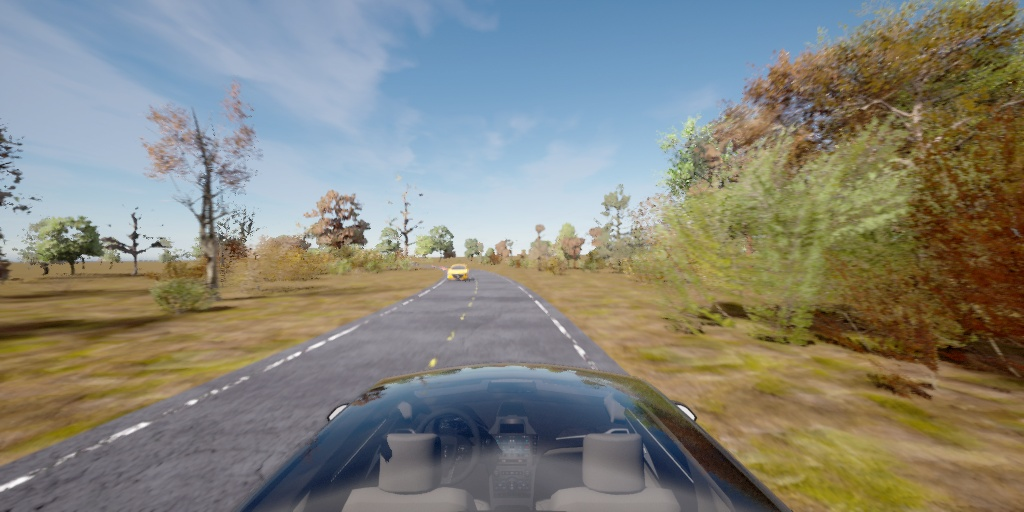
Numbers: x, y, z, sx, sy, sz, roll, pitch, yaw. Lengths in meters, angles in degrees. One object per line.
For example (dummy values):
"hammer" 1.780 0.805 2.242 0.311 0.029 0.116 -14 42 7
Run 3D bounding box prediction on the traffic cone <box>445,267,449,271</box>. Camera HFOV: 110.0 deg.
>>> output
"traffic cone" -10.908 2.298 61.340 0.340 0.580 0.340 0 0 -13

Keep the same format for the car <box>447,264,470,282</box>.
"car" -5.024 1.544 33.889 1.882 1.535 5.008 0 0 -7
